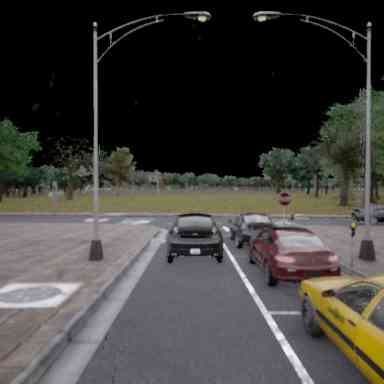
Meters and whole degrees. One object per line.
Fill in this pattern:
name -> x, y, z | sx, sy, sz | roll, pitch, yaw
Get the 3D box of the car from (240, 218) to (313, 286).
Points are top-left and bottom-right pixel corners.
car -> 2.621, 1.606, 9.243 | 1.802, 1.307, 4.206 | -1, 0, 0

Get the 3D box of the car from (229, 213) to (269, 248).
car -> 2.621, 1.590, 14.775 | 2.008, 1.369, 4.403 | -1, 0, 0

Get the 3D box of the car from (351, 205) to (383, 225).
car -> 14.586, 1.742, 25.078 | 4.902, 1.511, 2.128 | 1, 1, -1

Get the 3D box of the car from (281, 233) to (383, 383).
car -> 2.620, 1.536, 3.880 | 1.752, 1.417, 4.829 | -1, 0, 0

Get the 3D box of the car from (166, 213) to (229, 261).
car -> 0.100, 1.537, 12.347 | 1.837, 1.490, 4.892 | 0, 0, 0
